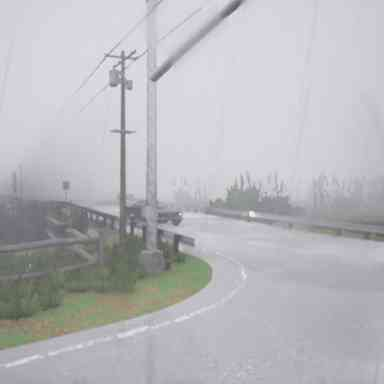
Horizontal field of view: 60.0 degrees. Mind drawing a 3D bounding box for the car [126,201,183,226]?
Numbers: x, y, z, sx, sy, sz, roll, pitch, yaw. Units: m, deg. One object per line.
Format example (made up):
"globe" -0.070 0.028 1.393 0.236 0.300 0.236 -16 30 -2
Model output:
"car" -2.410 1.244 20.327 1.895 1.301 4.718 0 3 -32
